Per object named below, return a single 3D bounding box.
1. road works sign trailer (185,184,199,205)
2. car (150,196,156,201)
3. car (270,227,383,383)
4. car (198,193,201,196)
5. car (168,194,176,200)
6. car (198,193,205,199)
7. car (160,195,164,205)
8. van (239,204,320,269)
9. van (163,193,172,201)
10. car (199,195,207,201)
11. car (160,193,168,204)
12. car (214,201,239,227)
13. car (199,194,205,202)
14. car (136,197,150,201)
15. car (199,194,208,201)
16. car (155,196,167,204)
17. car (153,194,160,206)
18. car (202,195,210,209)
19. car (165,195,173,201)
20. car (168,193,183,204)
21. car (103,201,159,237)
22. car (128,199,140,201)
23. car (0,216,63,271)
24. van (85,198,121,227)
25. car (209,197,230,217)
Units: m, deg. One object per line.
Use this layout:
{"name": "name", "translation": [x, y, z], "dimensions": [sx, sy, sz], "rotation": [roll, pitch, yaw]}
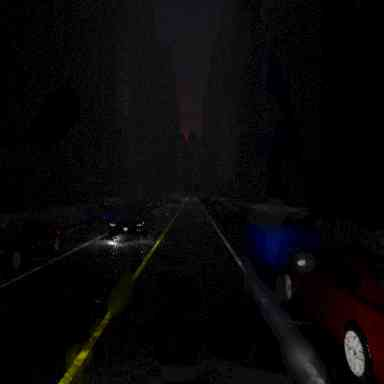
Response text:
{"name": "road works sign trailer", "translation": [-0.001, 0.375, 56.114], "dimensions": [2.380, 3.560, 2.880], "rotation": [0, 0, 0]}
{"name": "car", "translation": [-5.760, 1.503, 38.845], "dimensions": [1.947, 1.339, 4.313], "rotation": [0, 0, 0]}
{"name": "car", "translation": [2.766, 1.536, 5.243], "dimensions": [1.887, 1.381, 4.507], "rotation": [0, 0, 0]}
{"name": "car", "translation": [2.764, 1.439, 72.469], "dimensions": [2.008, 1.369, 4.403], "rotation": [0, 0, 0]}
{"name": "car", "translation": [-5.761, 1.306, 94.863], "dimensions": [1.967, 1.590, 4.097], "rotation": [0, 0, 0]}
{"name": "car", "translation": [2.764, 1.461, 66.867], "dimensions": [1.947, 1.339, 4.313], "rotation": [0, 0, 0]}
{"name": "car", "translation": [-5.760, 1.485, 50.048], "dimensions": [1.947, 1.339, 4.313], "rotation": [0, 0, 0]}
{"name": "van", "translation": [2.766, 1.323, 10.845], "dimensions": [1.690, 1.788, 3.998], "rotation": [0, 0, 0]}
{"name": "van", "translation": [-5.760, 1.223, 78.057], "dimensions": [1.690, 1.788, 3.998], "rotation": [0, 0, 0]}
{"name": "car", "translation": [2.764, 1.458, 83.673], "dimensions": [1.802, 1.307, 4.206], "rotation": [0, 0, 0]}
{"name": "car", "translation": [-5.760, 1.226, 55.650], "dimensions": [2.192, 1.841, 5.009], "rotation": [0, 0, 0]}
{"name": "car", "translation": [2.765, 1.509, 22.050], "dimensions": [1.887, 1.381, 4.507], "rotation": [0, 0, 0]}
{"name": "car", "translation": [2.764, 1.469, 61.265], "dimensions": [1.947, 1.339, 4.313], "rotation": [0, 0, 0]}
{"name": "car", "translation": [-5.760, 1.386, 33.243], "dimensions": [1.967, 1.590, 4.097], "rotation": [0, 0, 0]}
{"name": "car", "translation": [2.764, 1.322, 78.071], "dimensions": [1.967, 1.590, 4.097], "rotation": [0, 0, 0]}
{"name": "car", "translation": [-5.761, 1.485, 61.252], "dimensions": [1.802, 1.307, 4.206], "rotation": [0, 0, 0]}
{"name": "car", "translation": [-5.760, 1.368, 44.447], "dimensions": [1.967, 1.590, 4.097], "rotation": [0, 0, 0]}
{"name": "car", "translation": [2.765, 1.473, 44.458], "dimensions": [1.887, 1.381, 4.507], "rotation": [0, 0, 0]}
{"name": "car", "translation": [-5.761, 1.402, 83.488], "dimensions": [1.752, 1.417, 4.829], "rotation": [0, 0, 0]}
{"name": "car", "translation": [-3.053, 1.432, 59.009], "dimensions": [1.812, 1.442, 4.674], "rotation": [0, 0, 0]}
{"name": "car", "translation": [-3.100, 1.476, 17.918], "dimensions": [1.837, 1.490, 4.892], "rotation": [0, 0, 0]}
{"name": "car", "translation": [-5.760, 1.537, 27.642], "dimensions": [1.802, 1.307, 4.206], "rotation": [0, 0, 0]}
{"name": "car", "translation": [-5.760, 1.527, 10.837], "dimensions": [1.887, 1.381, 4.507], "rotation": [0, 0, 0]}
{"name": "van", "translation": [-5.759, 1.305, 22.040], "dimensions": [1.690, 1.788, 3.998], "rotation": [0, 0, 0]}
{"name": "car", "translation": [2.766, 1.395, 27.652], "dimensions": [1.967, 1.590, 4.097], "rotation": [0, 0, 0]}
